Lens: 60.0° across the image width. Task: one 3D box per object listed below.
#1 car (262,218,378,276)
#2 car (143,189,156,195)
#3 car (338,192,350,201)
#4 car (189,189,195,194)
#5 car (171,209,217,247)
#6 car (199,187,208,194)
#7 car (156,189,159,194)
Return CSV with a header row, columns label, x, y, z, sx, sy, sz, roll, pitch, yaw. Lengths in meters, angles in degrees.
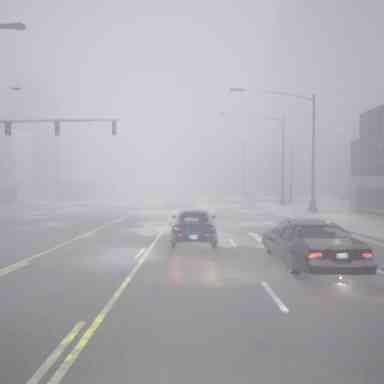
label,x,y,z,sx,sy,sz,roll,pitch,yaw
car,3.546,1.527,10.308,2.033,1.411,5.357,0,0,1
car,-10.489,0.058,79.422,1.812,1.442,4.674,0,1,0
car,25.012,0.610,51.653,4.181,1.385,1.994,0,2,1
car,0.012,-0.200,93.993,1.882,1.535,5.008,0,1,0
car,0.077,1.464,14.613,1.812,1.442,4.674,0,1,0
car,3.512,-0.139,93.994,2.033,1.411,5.357,0,1,0
car,-10.487,-0.201,94.790,2.128,1.511,4.902,0,1,0
